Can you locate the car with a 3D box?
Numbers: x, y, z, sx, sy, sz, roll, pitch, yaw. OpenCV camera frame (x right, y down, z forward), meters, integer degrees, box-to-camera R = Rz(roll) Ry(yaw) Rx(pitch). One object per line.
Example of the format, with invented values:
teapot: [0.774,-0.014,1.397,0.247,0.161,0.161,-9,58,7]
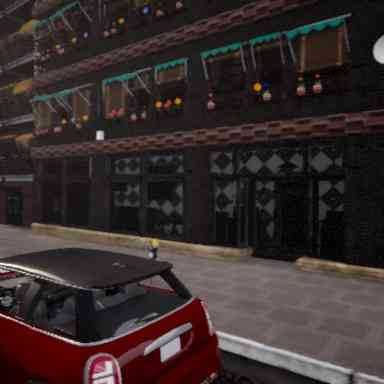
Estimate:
car: [-1.773,1.430,4.122,4.097,1.590,1.967,0,1,36]
